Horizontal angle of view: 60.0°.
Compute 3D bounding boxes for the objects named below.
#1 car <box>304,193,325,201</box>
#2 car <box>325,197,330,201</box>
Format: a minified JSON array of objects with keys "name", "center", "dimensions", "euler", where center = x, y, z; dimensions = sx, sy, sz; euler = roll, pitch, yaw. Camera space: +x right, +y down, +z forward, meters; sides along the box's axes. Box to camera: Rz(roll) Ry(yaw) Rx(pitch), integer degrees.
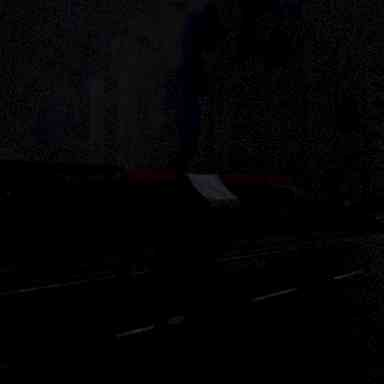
[{"name":"car","center":[21.735,1.191,61.041],"dimensions":[1.905,1.878,3.866],"euler":[0,0,-36]},{"name":"car","center":[24.126,1.195,62.753],"dimensions":[1.905,1.878,3.866],"euler":[0,0,-36]}]
